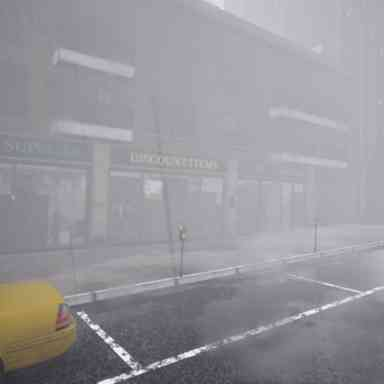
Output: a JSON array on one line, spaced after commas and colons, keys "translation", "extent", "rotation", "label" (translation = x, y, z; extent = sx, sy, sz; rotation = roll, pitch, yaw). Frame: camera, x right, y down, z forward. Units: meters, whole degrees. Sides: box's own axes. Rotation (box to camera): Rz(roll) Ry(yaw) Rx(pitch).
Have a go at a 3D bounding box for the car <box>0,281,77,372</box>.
[{"translation": [-3.764, 1.525, 3.386], "extent": [4.829, 1.417, 1.752], "rotation": [0, 2, -35], "label": "car"}]
